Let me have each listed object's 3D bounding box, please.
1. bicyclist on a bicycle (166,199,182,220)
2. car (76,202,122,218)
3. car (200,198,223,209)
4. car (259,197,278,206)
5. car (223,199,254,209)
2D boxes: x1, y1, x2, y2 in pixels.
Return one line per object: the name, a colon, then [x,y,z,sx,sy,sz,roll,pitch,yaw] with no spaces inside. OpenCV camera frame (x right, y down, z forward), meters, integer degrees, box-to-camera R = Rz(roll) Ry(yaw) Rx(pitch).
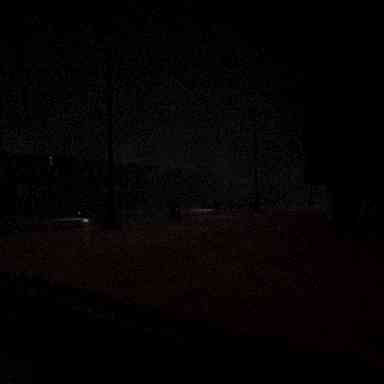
bicyclist on a bicycle: [-1.428,1.357,25.635,1.656,1.620,0.582,-2,-1,37]
car: [-9.268,1.762,33.481,1.837,1.490,4.892,-1,-1,37]
car: [3.108,1.725,49.932,1.882,1.535,5.008,-1,-1,37]
car: [13.178,1.680,57.428,1.837,1.490,4.892,-1,-1,37]
car: [7.263,1.727,49.454,2.033,1.411,5.357,-1,-1,37]
